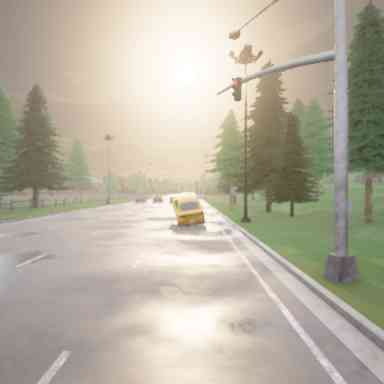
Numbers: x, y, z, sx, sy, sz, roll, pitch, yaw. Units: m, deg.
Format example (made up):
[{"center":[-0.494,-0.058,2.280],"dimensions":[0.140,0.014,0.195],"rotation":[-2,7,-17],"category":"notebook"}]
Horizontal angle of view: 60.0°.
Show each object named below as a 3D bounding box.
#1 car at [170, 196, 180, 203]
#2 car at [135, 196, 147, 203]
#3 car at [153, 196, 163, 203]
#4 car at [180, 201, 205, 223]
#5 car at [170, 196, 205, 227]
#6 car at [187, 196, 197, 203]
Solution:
[{"center":[-3.489,1.507,68.472],"dimensions":[1.994,1.385,4.181],"rotation":[0,0,0],"category":"car"},{"center":[-10.489,1.490,68.473],"dimensions":[2.033,1.411,5.357],"rotation":[0,0,0],"category":"car"},{"center":[-6.989,1.491,68.472],"dimensions":[2.033,1.411,5.357],"rotation":[0,0,0],"category":"car"},{"center":[0.044,1.543,27.025],"dimensions":[1.812,1.442,4.674],"rotation":[0,2,0],"category":"car"},{"center":[-0.343,1.055,23.486],"dimensions":[1.882,1.535,5.008],"rotation":[-8,16,-6],"category":"car"},{"center":[0.011,1.506,68.471],"dimensions":[1.994,1.385,4.181],"rotation":[0,0,0],"category":"car"}]
